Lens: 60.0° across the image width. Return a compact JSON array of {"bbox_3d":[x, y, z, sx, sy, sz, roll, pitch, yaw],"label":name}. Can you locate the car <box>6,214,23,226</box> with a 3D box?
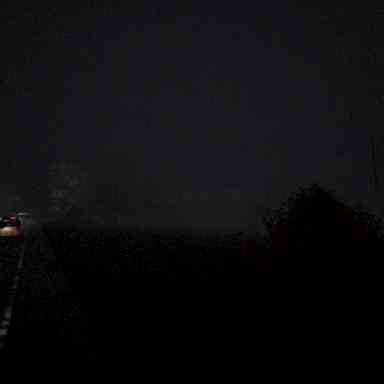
[{"bbox_3d":[-24.882,3.891,46.786,1.812,1.442,4.674,5,-5,-25],"label":"car"}]

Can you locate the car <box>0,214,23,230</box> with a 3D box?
[{"bbox_3d":[-20.169,3.352,37.085,2.128,1.511,4.902,5,-5,-25],"label":"car"}]
